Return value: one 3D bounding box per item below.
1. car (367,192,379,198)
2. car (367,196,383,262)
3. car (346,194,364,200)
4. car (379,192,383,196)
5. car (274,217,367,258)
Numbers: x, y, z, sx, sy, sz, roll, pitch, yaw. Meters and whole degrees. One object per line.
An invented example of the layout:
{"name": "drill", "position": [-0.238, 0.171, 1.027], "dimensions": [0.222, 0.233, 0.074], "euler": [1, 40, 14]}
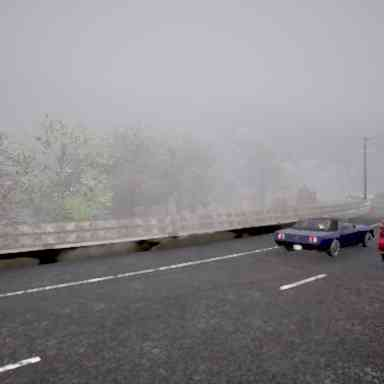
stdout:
{"name": "car", "position": [43.364, 1.320, 81.942], "dimensions": [1.812, 1.442, 4.674], "euler": [0, 0, 3]}
{"name": "car", "position": [7.799, 1.207, 10.420], "dimensions": [5.566, 2.045, 2.150], "euler": [0, 0, -42]}
{"name": "car", "position": [39.877, 1.289, 82.250], "dimensions": [1.882, 1.535, 5.008], "euler": [0, 0, 3]}
{"name": "car", "position": [46.850, 1.005, 81.665], "dimensions": [2.150, 2.045, 5.566], "euler": [0, 0, 3]}
{"name": "car", "position": [5.277, 1.599, 12.851], "dimensions": [4.718, 1.301, 1.895], "euler": [0, 0, -42]}
